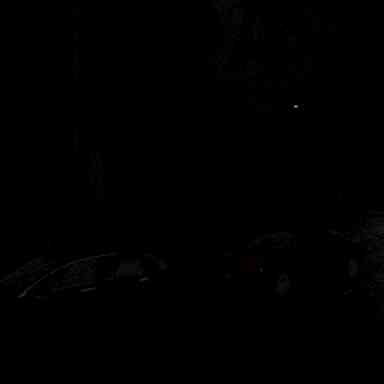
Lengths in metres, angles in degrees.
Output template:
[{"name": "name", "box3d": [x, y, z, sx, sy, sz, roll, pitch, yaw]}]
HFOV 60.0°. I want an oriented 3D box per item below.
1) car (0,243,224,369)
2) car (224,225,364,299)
[{"name": "car", "box3d": [-1.866, 1.559, 5.331, 4.403, 1.369, 2.008, 0, -1, -35]}, {"name": "car", "box3d": [2.619, 1.584, 8.525, 4.507, 1.381, 1.887, 0, -1, -35]}]
